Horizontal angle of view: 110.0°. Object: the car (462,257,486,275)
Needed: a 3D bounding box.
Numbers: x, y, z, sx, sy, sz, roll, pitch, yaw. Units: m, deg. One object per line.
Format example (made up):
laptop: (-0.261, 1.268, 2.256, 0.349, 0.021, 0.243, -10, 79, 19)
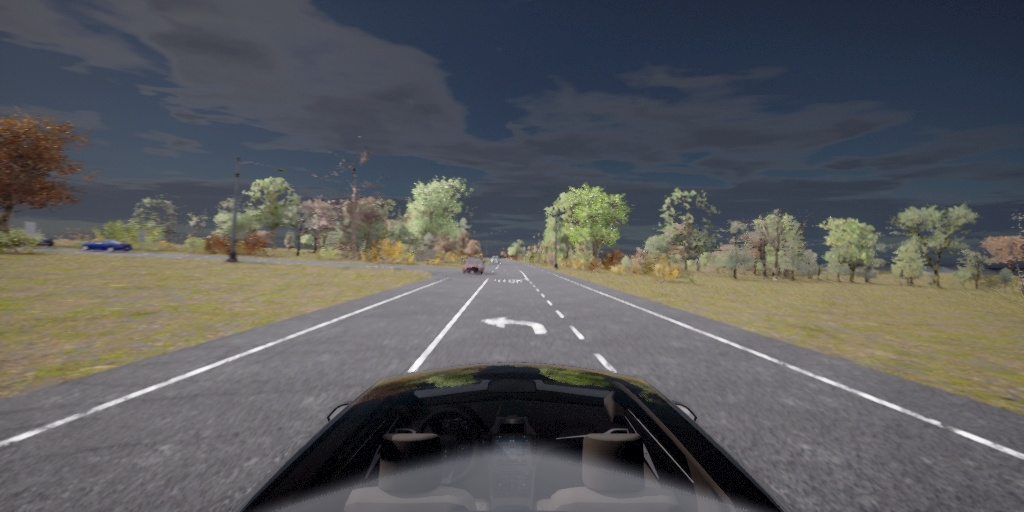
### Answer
car: (-3.880, 0.908, 37.154, 2.097, 1.767, 4.553, 2, 2, -1)
